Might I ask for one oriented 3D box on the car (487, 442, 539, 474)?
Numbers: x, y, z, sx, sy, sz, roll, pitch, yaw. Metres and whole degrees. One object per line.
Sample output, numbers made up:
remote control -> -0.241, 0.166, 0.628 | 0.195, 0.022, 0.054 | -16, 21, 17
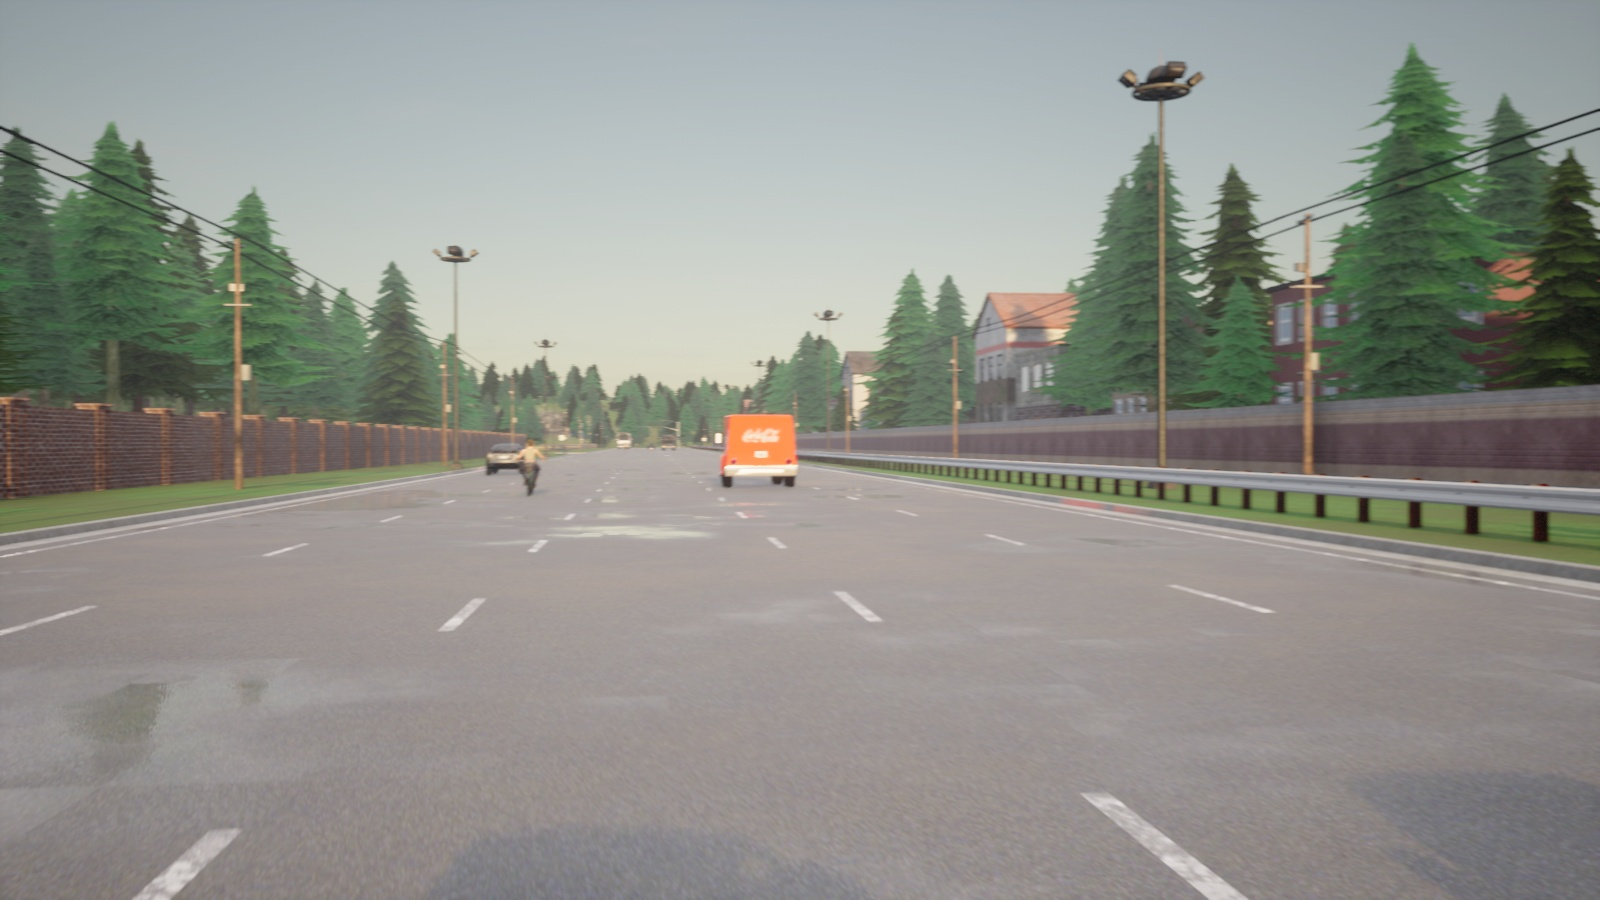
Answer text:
car -> -13.987, 0.366, 61.392 | 2.007, 1.525, 4.514 | 0, 0, -7

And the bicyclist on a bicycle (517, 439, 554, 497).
bicyclist on a bicycle -> -7.526, 0.491, 35.785 | 0.866, 1.612, 1.509 | 0, 0, -6

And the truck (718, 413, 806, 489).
truck -> -1.400, 0.012, 43.830 | 2.627, 2.467, 5.204 | 0, 0, -7
